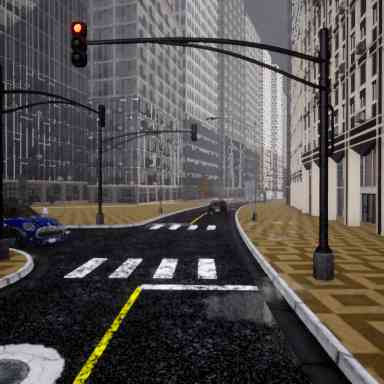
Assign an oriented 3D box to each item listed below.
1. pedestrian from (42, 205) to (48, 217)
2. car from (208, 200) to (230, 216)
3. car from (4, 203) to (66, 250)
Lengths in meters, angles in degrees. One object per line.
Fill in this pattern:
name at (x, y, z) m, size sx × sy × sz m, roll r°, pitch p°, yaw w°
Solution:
pedestrian at (-9.293, 1.344, 21.036) m, size 0.500 × 1.100 × 0.500 m, roll 0°, pitch 0°, yaw 17°
car at (2.732, 1.528, 33.412) m, size 1.882 × 1.535 × 5.008 m, roll 0°, pitch 0°, yaw 8°
car at (-7.575, 1.280, 14.034) m, size 4.553 × 1.767 × 2.097 m, roll 1°, pitch 1°, yaw 23°
